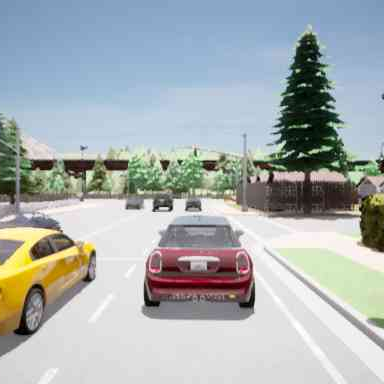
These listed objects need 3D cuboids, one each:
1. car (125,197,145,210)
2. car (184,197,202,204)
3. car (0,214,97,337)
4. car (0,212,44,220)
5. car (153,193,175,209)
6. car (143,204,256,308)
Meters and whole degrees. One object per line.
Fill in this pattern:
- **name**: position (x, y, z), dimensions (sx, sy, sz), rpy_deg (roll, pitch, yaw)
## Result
- **car**: position (-6.995, 1.421, 40.906), dimensions (1.837, 1.490, 4.892), rpy_deg (0, 0, 0)
- **car**: position (0.179, 1.421, 39.955), dimensions (1.837, 1.490, 4.892), rpy_deg (0, 0, 0)
- **car**: position (-3.406, 1.464, 6.692), dimensions (1.882, 1.535, 5.008), rpy_deg (0, 0, 0)
- **car**: position (-7.073, 1.535, 13.875), dimensions (1.994, 1.385, 4.181), rpy_deg (0, 0, 0)
- **car**: position (-3.322, 1.139, 39.282), dimensions (2.150, 2.045, 5.566), rpy_deg (0, 0, 0)
- **car**: position (0.210, 1.335, 8.064), dimensions (2.097, 1.767, 4.553), rpy_deg (0, 0, 2)
